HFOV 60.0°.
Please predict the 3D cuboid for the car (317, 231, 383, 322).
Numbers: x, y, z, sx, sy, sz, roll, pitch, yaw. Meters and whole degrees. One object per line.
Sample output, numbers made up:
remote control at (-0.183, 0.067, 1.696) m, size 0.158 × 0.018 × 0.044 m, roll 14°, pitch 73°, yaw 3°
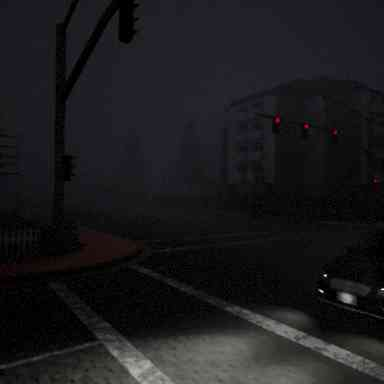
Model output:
car at (4.695, 1.607, 7.155) m, size 4.902 × 1.511 × 2.128 m, roll 1°, pitch -1°, yaw -35°
